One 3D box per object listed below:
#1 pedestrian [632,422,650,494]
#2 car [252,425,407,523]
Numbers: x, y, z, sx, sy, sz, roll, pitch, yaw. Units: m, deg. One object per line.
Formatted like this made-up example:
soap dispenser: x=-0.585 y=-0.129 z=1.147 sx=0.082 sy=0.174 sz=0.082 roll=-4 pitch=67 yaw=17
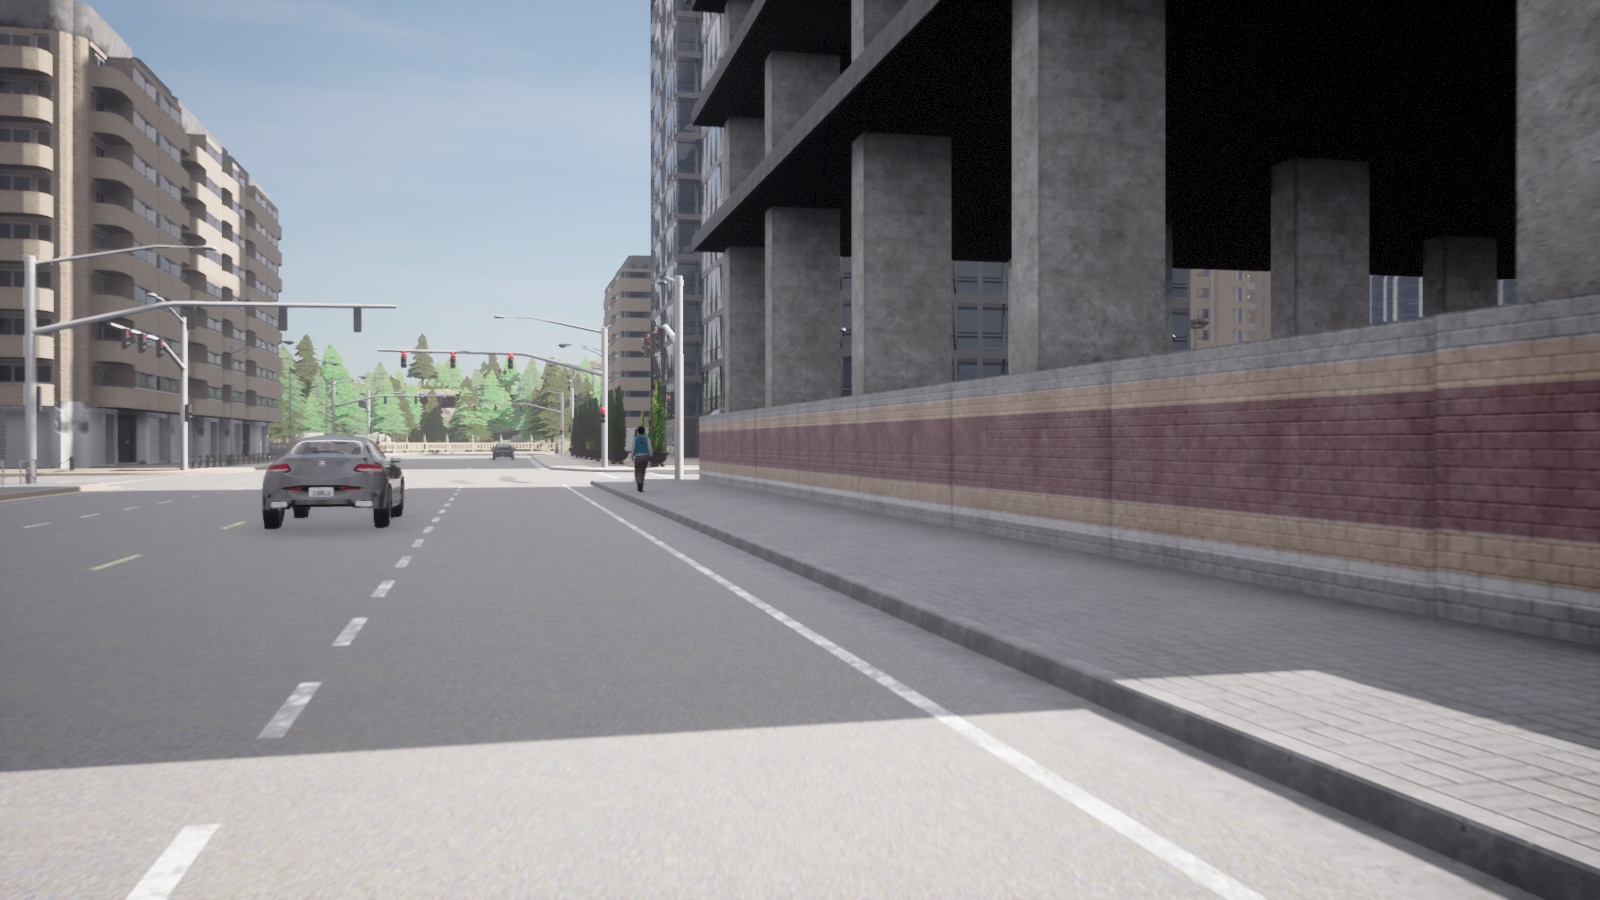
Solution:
pedestrian: x=-4.277 y=0.207 z=33.728 sx=0.396 sy=1.930 sz=0.692 roll=0 pitch=0 yaw=-15
car: x=-8.742 y=0.384 z=23.760 sx=2.152 sy=1.651 sz=5.027 roll=0 pitch=0 yaw=-14
